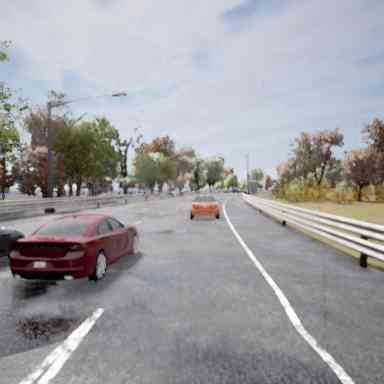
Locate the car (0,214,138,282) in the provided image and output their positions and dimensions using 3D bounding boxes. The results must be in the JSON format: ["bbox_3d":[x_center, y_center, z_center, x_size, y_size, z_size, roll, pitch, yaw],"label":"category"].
[{"bbox_3d":[-2.969,1.364,9.521,1.882,1.535,5.008,0,1,6],"label":"car"}]

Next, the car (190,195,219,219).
[{"bbox_3d":[1.022,1.024,25.542,2.097,1.767,4.553,0,1,4],"label":"car"}]
